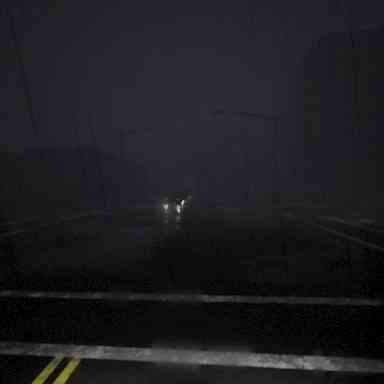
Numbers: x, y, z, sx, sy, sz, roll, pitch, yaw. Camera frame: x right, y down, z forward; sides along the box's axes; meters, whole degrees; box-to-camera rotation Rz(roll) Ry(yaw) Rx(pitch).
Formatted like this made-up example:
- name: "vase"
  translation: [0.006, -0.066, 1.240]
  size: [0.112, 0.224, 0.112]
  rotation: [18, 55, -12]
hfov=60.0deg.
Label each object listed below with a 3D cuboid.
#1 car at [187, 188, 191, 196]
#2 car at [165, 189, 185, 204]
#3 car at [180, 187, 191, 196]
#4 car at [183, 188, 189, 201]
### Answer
- name: "car"
  translation: [-1.619, 0.346, 59.676]
  size: [2.033, 1.411, 5.357]
  rotation: [0, 1, 2]
- name: "car"
  translation: [-2.259, 0.725, 41.940]
  size: [1.837, 1.490, 4.892]
  rotation: [0, 1, 2]
- name: "car"
  translation: [-1.266, -0.094, 69.863]
  size: [2.097, 1.767, 4.553]
  rotation: [0, 1, 2]
- name: "car"
  translation: [-1.947, 0.573, 50.822]
  size: [1.994, 1.385, 4.181]
  rotation: [0, 1, 2]
